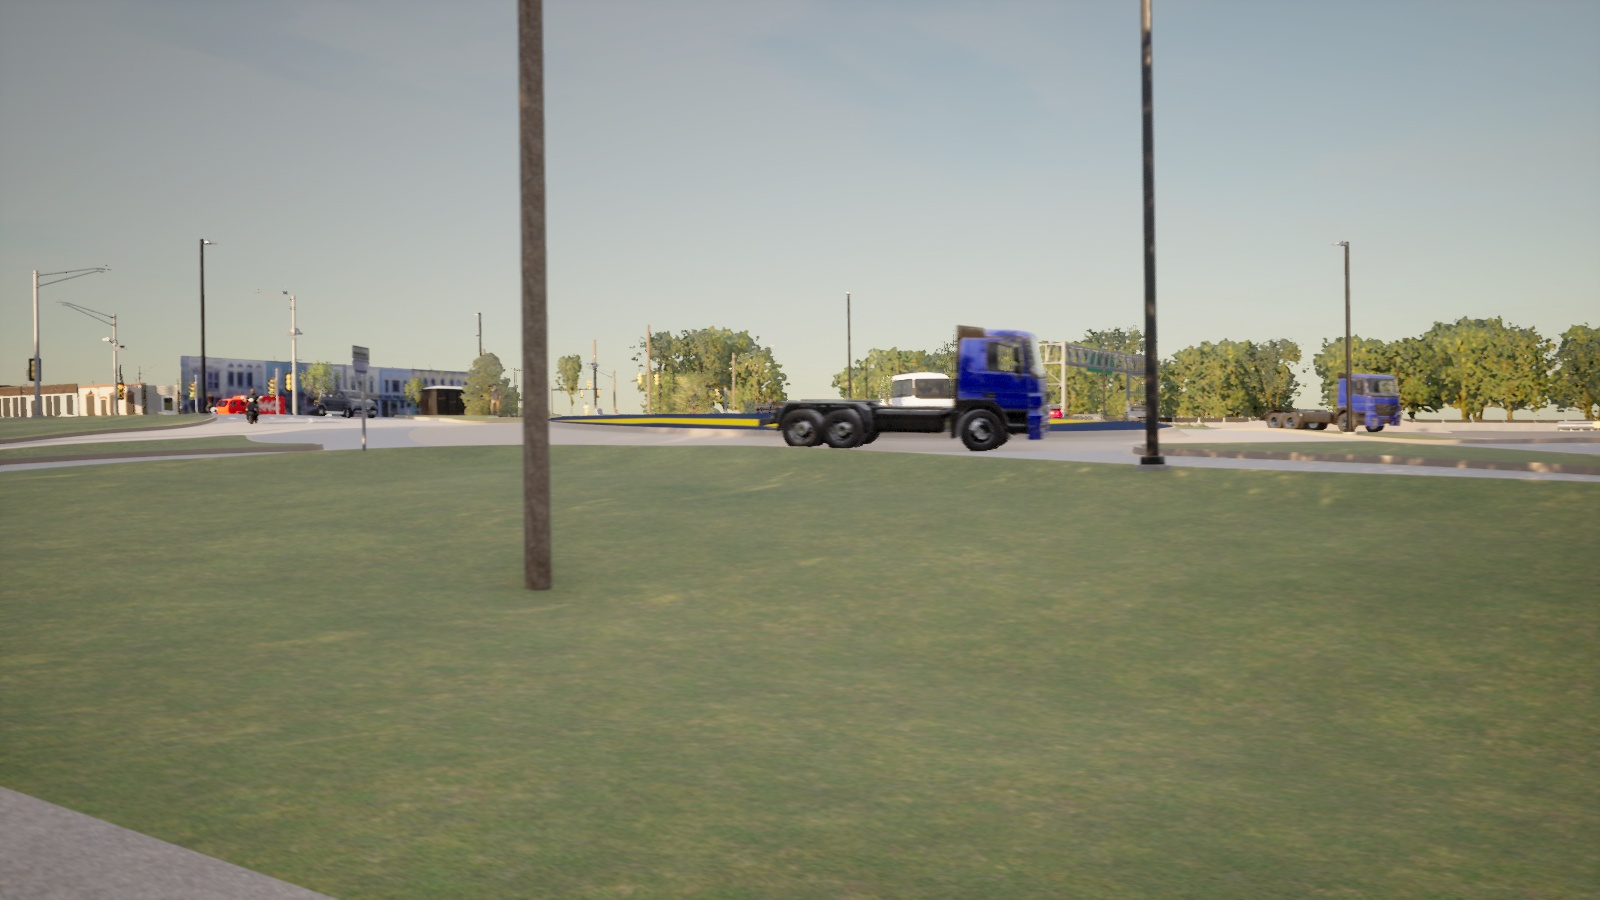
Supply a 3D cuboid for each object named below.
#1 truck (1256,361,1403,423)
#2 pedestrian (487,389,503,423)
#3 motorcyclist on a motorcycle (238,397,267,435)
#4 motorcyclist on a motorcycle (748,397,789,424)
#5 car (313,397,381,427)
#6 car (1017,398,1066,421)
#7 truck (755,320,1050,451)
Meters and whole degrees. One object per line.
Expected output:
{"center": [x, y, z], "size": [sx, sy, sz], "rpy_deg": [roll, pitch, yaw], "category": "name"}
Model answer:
{"center": [31.360, -3.377, 74.783], "size": [2.891, 3.462, 7.936], "rpy_deg": [-1, 2, -30], "category": "truck"}
{"center": [-17.153, -2.463, 70.632], "size": [0.540, 1.848, 0.694], "rpy_deg": [-2, 0, 14], "category": "pedestrian"}
{"center": [-23.899, -1.478, 54.848], "size": [0.866, 1.590, 1.817], "rpy_deg": [-2, 3, -15], "category": "motorcyclist on a motorcycle"}
{"center": [-1.845, -2.299, 73.927], "size": [2.191, 1.530, 0.866], "rpy_deg": [-1, -2, -27], "category": "motorcyclist on a motorcycle"}
{"center": [-25.142, -2.100, 69.713], "size": [3.705, 1.549, 1.789], "rpy_deg": [3, 2, 37], "category": "car"}
{"center": [16.473, -2.792, 85.849], "size": [2.007, 1.525, 4.514], "rpy_deg": [-1, 2, -7], "category": "car"}
{"center": [2.971, -1.831, 35.719], "size": [7.936, 3.462, 2.891], "rpy_deg": [0, 4, 15], "category": "truck"}
